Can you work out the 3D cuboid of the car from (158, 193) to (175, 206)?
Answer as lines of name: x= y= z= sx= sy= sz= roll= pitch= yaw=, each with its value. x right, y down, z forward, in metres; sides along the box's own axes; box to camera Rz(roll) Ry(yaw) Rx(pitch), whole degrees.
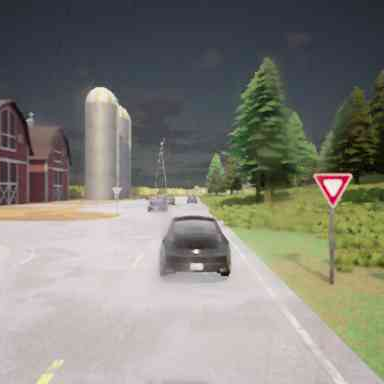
car: x=-3.563 y=1.312 z=50.933 sx=2.128 sy=1.511 sz=4.902 roll=0 pitch=0 yaw=0

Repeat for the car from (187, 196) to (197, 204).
car: x=0.003 y=1.339 z=59.204 sx=2.033 sy=1.411 sz=5.357 roll=0 pitch=0 yaw=0

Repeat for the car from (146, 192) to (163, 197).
car: x=-9.054 y=1.270 z=79.686 sx=4.181 sy=1.381 sz=1.994 roll=0 pitch=0 yaw=-1

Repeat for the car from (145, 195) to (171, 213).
car: x=-3.593 y=1.401 z=35.508 sx=1.812 sy=1.442 sz=4.674 roll=0 pitch=0 yaw=0

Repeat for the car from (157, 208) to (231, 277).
car: x=0.016 y=1.462 z=10.120 sx=1.837 sy=1.490 sz=4.892 roll=0 pitch=0 yaw=-2
